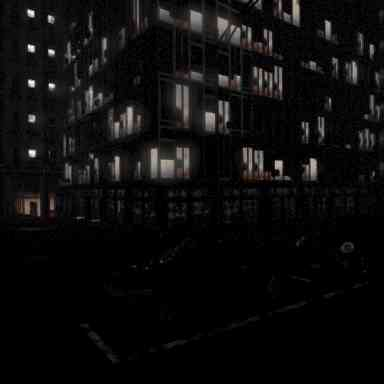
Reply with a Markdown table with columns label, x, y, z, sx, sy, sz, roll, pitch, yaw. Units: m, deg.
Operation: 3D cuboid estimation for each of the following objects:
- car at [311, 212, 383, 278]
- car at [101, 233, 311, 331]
| label | x | y | z | sx | sy | sz | roll | pitch | yaw |
| --- | --- | --- | --- | --- | --- | --- | --- | --- | --- |
| car | 4.921 | 1.438 | 10.080 | 4.097 | 1.590 | 1.967 | 0 | -1 | -35 |
| car | 0.294 | 1.581 | 6.778 | 4.206 | 1.307 | 1.802 | 0 | -1 | -35 |
